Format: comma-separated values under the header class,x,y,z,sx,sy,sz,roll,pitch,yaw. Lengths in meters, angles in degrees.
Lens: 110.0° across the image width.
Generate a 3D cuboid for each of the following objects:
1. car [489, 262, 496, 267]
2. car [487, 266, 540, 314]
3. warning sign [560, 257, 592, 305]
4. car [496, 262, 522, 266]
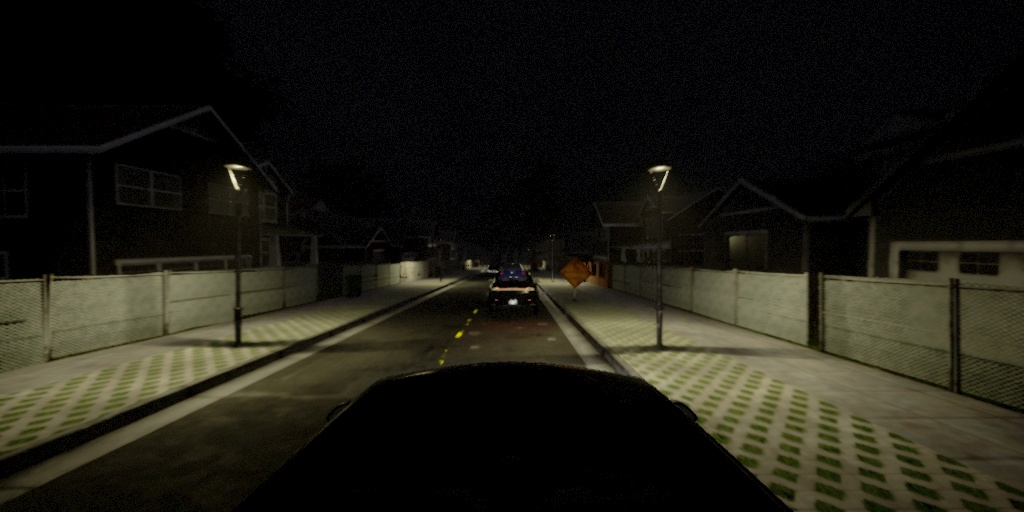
class,x,y,z,sx,sy,sz,roll,pitch,yaw
car,-2.766,1.756,59.917,1.994,1.385,4.181,0,0,1
car,0.054,1.326,14.213,2.128,1.511,4.902,0,0,1
warning sign,2.525,0.952,14.562,1.300,1.860,1.060,0,0,0
car,0.063,1.293,29.103,2.097,1.767,4.553,0,0,1
